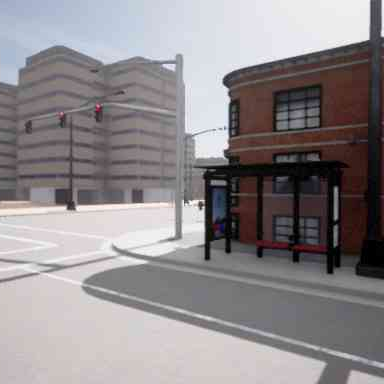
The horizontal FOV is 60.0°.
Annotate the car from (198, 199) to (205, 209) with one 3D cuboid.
[{"bbox_3d":[2.709,1.292,41.369,1.882,1.535,5.008,1,0,35],"label":"car"}]
